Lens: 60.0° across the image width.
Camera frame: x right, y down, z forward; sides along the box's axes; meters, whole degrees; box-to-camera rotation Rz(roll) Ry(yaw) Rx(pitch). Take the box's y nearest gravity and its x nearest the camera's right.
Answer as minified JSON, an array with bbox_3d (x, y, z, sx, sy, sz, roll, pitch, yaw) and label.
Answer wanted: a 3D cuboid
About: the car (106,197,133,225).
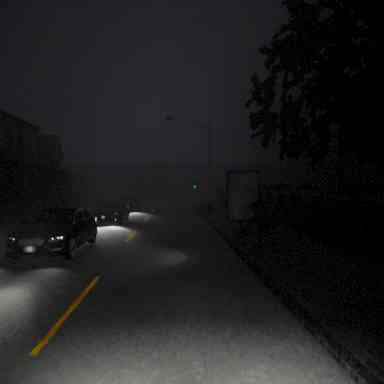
[{"bbox_3d":[-5.166,1.232,20.998,1.994,1.385,4.181,0,1,-2],"label":"car"}]

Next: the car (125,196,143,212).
[{"bbox_3d":[-5.697,1.073,30.914,1.994,1.385,4.181,0,1,-3],"label":"car"}]

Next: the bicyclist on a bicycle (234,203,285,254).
[{"bbox_3d":[2.167,1.173,10.654,1.656,1.620,0.582,0,1,-3],"label":"bicyclist on a bicycle"}]

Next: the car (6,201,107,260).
[{"bbox_3d":[-4.676,1.307,11.764,2.128,1.511,4.902,0,1,-3],"label":"car"}]
